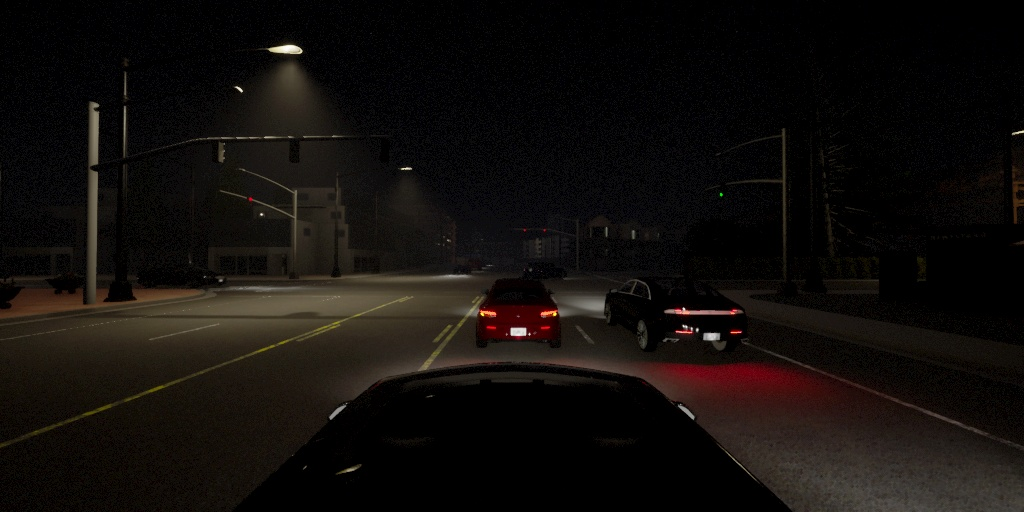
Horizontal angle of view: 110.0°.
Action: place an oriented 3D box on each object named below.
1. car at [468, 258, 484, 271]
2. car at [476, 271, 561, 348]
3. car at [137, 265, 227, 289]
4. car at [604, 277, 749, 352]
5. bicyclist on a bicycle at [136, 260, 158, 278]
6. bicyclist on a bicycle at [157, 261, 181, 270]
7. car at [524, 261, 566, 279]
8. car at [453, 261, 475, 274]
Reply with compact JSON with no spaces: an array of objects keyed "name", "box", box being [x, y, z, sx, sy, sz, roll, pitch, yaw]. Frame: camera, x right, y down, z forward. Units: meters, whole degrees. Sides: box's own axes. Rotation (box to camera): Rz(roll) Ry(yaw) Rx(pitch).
[{"name":"car","box":[-6.362,1.353,59.977,2.150,2.045,5.566,0,0,1]},{"name":"car","box":[0.163,1.288,9.149,1.812,1.442,4.674,0,0,1]},{"name":"car","box":[-21.255,1.319,23.199,4.902,1.511,2.128,0,-1,1]},{"name":"car","box":[3.654,1.250,8.904,2.128,1.511,4.902,0,0,1]},{"name":"bicyclist on a bicycle","box":[-31.160,1.126,31.279,1.656,1.620,0.582,27,3,-27]},{"name":"bicyclist on a bicycle","box":[-29.295,1.231,31.027,1.656,1.620,0.582,1,-1,-22]},{"name":"car","box":[3.110,1.317,33.480,2.097,1.767,4.553,-1,-1,43]},{"name":"car","box":[-6.547,1.695,47.286,1.895,1.301,4.718,0,0,2]}]
